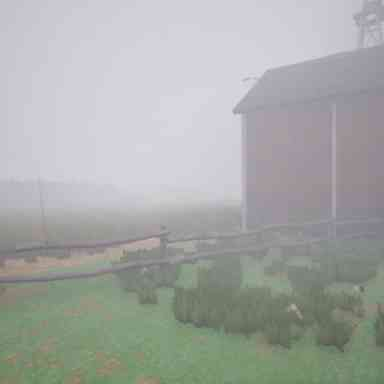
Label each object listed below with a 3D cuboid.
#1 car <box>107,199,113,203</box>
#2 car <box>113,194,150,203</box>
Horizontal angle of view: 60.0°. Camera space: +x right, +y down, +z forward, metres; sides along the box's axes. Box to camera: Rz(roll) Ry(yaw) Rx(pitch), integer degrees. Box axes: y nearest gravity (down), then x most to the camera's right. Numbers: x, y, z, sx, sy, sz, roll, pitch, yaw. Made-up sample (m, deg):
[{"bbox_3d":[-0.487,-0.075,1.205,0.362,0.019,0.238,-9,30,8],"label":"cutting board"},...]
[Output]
[{"bbox_3d":[-11.523,1.519,53.572,2.128,1.511,4.902,0,0,35],"label":"car"},{"bbox_3d":[-8.978,1.256,51.803,2.150,2.045,5.566,0,0,35],"label":"car"}]
